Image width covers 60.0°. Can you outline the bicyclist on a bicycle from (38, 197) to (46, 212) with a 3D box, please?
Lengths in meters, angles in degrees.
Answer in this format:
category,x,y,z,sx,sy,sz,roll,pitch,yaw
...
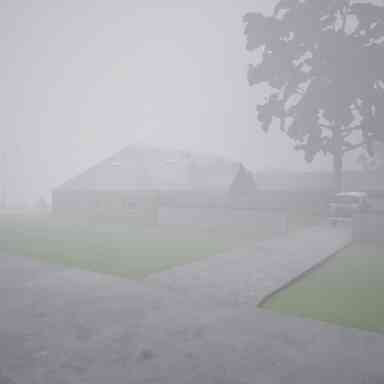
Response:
category,x,y,z,sx,sy,sz,roll,pitch,yaw
bicyclist on a bicycle,-16.242,1.347,35.945,1.656,1.620,0.582,0,0,35
